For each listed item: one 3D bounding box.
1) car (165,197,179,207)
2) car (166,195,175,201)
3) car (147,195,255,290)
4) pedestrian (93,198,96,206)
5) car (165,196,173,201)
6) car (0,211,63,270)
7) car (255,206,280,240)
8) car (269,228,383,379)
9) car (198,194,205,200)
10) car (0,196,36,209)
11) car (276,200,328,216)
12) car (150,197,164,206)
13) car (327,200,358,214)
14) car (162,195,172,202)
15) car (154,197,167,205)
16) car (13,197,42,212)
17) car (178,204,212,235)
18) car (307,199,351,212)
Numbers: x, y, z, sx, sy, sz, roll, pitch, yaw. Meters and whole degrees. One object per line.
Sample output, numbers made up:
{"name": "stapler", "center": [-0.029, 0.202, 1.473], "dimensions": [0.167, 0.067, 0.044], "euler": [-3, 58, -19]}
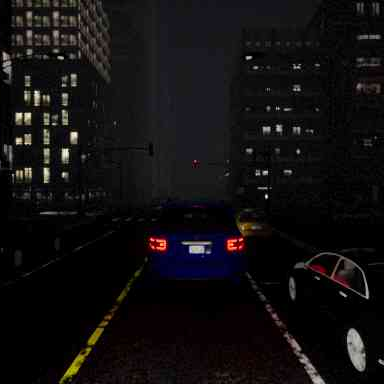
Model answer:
{"name": "car", "center": [-3.099, 1.552, 52.681], "dimensions": [1.994, 1.385, 4.181], "euler": [0, 0, 0]}
{"name": "car", "center": [-5.714, 1.529, 88.483], "dimensions": [1.887, 1.381, 4.507], "euler": [-1, 0, 0]}
{"name": "car", "center": [0.095, 1.219, 9.226], "dimensions": [2.150, 2.045, 5.566], "euler": [0, 0, 0]}
{"name": "pedestrian", "center": [-12.555, 1.299, 43.079], "dimensions": [0.500, 1.100, 0.500], "euler": [0, 0, 1]}
{"name": "car", "center": [-5.712, 1.567, 82.828], "dimensions": [1.802, 1.307, 4.206], "euler": [-1, 0, 0]}
{"name": "car", "center": [-5.834, 1.541, 11.014], "dimensions": [1.887, 1.381, 4.507], "euler": [-1, 0, 0]}
{"name": "car", "center": [2.804, 1.521, 16.772], "dimensions": [1.752, 1.417, 4.829], "euler": [-1, 0, 0]}
{"name": "car", "center": [2.806, 1.549, 5.313], "dimensions": [2.008, 1.369, 4.403], "euler": [-1, 0, 0]}
{"name": "car", "center": [2.664, 1.424, 94.139], "dimensions": [1.967, 1.590, 4.097], "euler": [-1, 0, 0]}
{"name": "car", "center": [-21.667, 1.274, 40.230], "dimensions": [4.829, 1.417, 1.752], "euler": [0, 0, 1]}
{"name": "car", "center": [10.941, 1.726, 34.034], "dimensions": [4.718, 1.301, 1.895], "euler": [0, 1, 1]}
{"name": "car", "center": [-5.710, 1.513, 54.386], "dimensions": [1.752, 1.417, 4.829], "euler": [-1, 0, 0]}
{"name": "car", "center": [15.525, 1.655, 37.156], "dimensions": [5.357, 1.411, 2.033], "euler": [0, 1, 1]}
{"name": "car", "center": [-5.712, 1.530, 77.174], "dimensions": [1.887, 1.381, 4.507], "euler": [-1, 0, 0]}
{"name": "car", "center": [-5.710, 1.553, 60.210], "dimensions": [1.947, 1.339, 4.313], "euler": [-1, 0, 0]}
{"name": "car", "center": [-17.821, 1.442, 34.417], "dimensions": [4.181, 1.385, 1.994], "euler": [0, 1, 1]}
{"name": "car", "center": [0.095, 1.520, 19.737], "dimensions": [1.812, 1.442, 4.674], "euler": [0, 0, -2]}
{"name": "car", "center": [16.308, 1.622, 39.737], "dimensions": [4.403, 1.369, 2.008], "euler": [0, 0, 1]}
